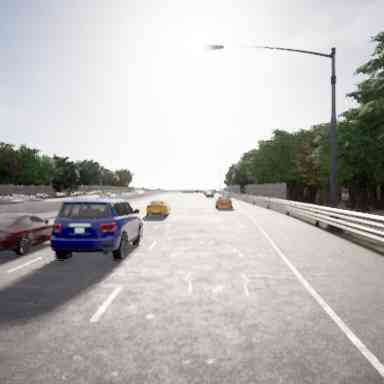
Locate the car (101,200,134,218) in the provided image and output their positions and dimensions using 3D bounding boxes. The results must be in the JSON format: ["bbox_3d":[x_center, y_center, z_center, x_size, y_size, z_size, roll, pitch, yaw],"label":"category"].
[{"bbox_3d":[-6.570,1.508,29.964,1.994,1.385,4.181,0,0,1],"label":"car"}]

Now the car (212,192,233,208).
[{"bbox_3d":[4.095,1.163,43.693,2.097,1.767,4.553,0,1,1],"label":"car"}]

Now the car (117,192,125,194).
[{"bbox_3d":[-16.478,0.813,76.871,1.837,1.490,4.892,0,1,1],"label":"car"}]

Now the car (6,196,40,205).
[{"bbox_3d":[-17.181,1.392,35.586,2.128,1.511,4.902,0,1,1],"label":"car"}]

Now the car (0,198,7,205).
[{"bbox_3d":[-20.680,1.379,35.637,1.882,1.535,5.008,0,1,1],"label":"car"}]

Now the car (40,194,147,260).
[{"bbox_3d":[-3.312,1.232,12.570,2.150,2.045,5.566,0,0,1],"label":"car"}]

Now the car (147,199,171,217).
[{"bbox_3d":[-3.057,1.414,30.876,1.882,1.535,5.008,0,0,1],"label":"car"}]

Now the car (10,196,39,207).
[{"bbox_3d":[-23.978,1.294,47.850,1.812,1.442,4.674,0,1,1],"label":"car"}]

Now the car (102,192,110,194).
[{"bbox_3d":[-19.977,0.839,76.923,2.128,1.511,4.902,0,1,1],"label":"car"}]

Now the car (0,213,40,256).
[{"bbox_3d":[-6.803,1.536,13.059,1.812,1.442,4.674,0,0,1],"label":"car"}]

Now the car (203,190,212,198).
[{"bbox_3d":[4.616,0.724,83.003,2.128,1.511,4.902,0,1,1],"label":"car"}]
